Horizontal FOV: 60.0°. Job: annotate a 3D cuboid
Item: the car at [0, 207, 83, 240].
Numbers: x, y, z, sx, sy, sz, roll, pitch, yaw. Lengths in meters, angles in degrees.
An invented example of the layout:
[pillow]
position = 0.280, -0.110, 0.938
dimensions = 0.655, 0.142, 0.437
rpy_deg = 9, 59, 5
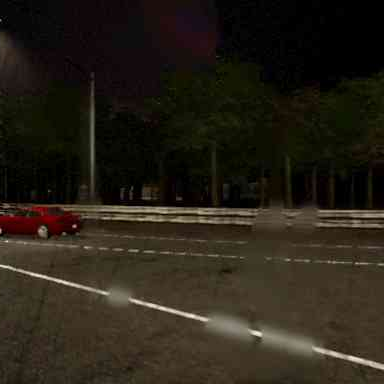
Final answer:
[car]
position = -7.935, 1.502, 17.020
dimensions = 5.008, 1.535, 1.882
rpy_deg = 0, 0, 23
